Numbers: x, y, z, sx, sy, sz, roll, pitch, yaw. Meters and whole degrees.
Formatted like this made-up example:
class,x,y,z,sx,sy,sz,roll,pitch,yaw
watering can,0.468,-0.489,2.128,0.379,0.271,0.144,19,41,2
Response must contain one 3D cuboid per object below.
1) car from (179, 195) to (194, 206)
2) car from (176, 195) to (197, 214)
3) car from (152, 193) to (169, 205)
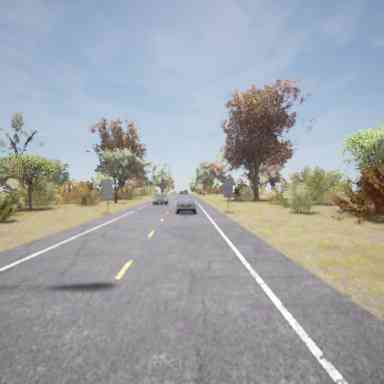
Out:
class,x,y,z,sx,sy,sz,roll,pitch,yaw
car,-0.756,1.088,46.017,1.994,1.385,4.181,-1,1,-1
car,-0.533,1.213,30.770,2.033,1.411,5.357,-1,1,-1
car,-4.317,0.963,46.215,2.097,1.767,4.553,-1,0,-1
